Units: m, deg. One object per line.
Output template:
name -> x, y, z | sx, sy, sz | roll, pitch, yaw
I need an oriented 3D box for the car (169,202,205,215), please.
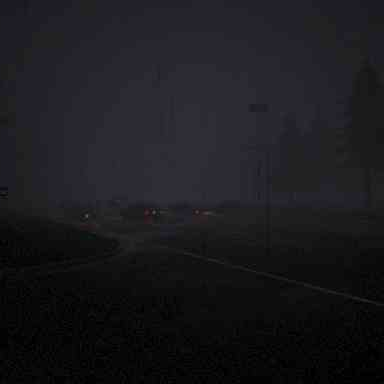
car -> -0.760, 1.712, 34.983 | 1.895, 1.301, 4.718 | 0, 0, -34

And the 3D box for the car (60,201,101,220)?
car -> -10.178, 1.766, 30.148 | 1.895, 1.301, 4.718 | 0, 0, -34

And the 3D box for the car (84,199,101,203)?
car -> -15.277, 1.740, 49.947 | 1.882, 1.535, 5.008 | 0, 0, -34

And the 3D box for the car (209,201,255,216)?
car -> 4.030, 1.622, 34.189 | 2.033, 1.411, 5.357 | 0, 0, -34

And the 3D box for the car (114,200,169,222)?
car -> -4.365, 1.663, 27.864 | 2.033, 1.411, 5.357 | 0, 0, -34

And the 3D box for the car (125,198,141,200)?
car -> -4.992, 1.668, 34.939 | 1.812, 1.442, 4.674 | 0, 0, -35

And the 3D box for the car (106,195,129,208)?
car -> -11.140, 1.454, 50.105 | 2.150, 2.045, 5.566 | 0, 0, -34

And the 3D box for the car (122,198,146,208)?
car -> -9.498, 1.710, 53.900 | 1.882, 1.535, 5.008 | 0, 0, -34

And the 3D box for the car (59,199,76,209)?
car -> -17.263, 1.771, 46.658 | 1.837, 1.490, 4.892 | 0, 0, -34
